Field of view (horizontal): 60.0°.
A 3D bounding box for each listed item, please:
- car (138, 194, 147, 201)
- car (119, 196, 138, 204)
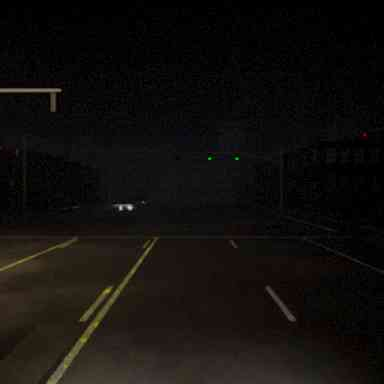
[{"bbox_3d":[-10.601,1.099,70.172,2.033,1.411,5.357,0,0,0],"label":"car"},{"bbox_3d":[-10.632,1.347,54.797,1.895,1.301,4.718,0,0,0],"label":"car"}]
